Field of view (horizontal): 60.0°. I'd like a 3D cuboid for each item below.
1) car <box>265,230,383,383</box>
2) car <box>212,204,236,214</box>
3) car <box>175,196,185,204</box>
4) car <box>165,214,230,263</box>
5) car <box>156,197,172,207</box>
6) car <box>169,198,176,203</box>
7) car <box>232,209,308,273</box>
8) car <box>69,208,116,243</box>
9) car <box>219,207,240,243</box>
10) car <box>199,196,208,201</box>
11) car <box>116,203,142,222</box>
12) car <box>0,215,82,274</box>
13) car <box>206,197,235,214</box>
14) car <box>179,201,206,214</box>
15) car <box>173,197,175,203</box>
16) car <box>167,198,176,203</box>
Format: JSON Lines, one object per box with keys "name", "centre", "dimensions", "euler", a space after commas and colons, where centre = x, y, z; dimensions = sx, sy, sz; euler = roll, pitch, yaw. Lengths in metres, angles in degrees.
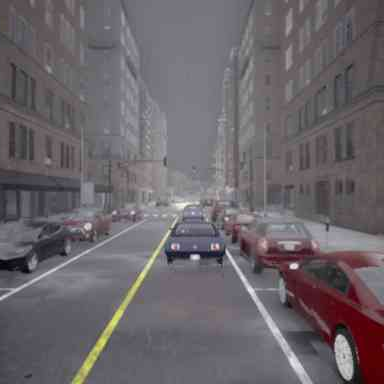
{"name": "car", "centre": [2.637, 1.586, 5.246], "dimensions": [1.887, 1.381, 4.507], "euler": [0, 0, 0]}
{"name": "car", "centre": [2.635, 1.724, 22.292], "dimensions": [2.008, 1.369, 4.403], "euler": [0, 0, 0]}
{"name": "car", "centre": [-2.762, 2.145, 81.075], "dimensions": [1.812, 1.442, 4.674], "euler": [0, 0, 0]}
{"name": "car", "centre": [0.099, 1.697, 12.274], "dimensions": [1.895, 1.301, 4.718], "euler": [0, 0, 0]}
{"name": "car", "centre": [-5.427, 1.780, 60.533], "dimensions": [2.192, 1.841, 5.009], "euler": [0, 0, 0]}
{"name": "car", "centre": [-5.419, 2.260, 93.552], "dimensions": [1.887, 1.381, 4.507], "euler": [0, 0, 0]}
{"name": "car", "centre": [2.636, 1.526, 10.929], "dimensions": [1.967, 1.590, 4.097], "euler": [0, 0, 0]}
{"name": "car", "centre": [-5.390, 1.570, 16.609], "dimensions": [1.967, 1.590, 4.097], "euler": [0, 0, 0]}
{"name": "car", "centre": [2.636, 1.674, 16.610], "dimensions": [1.887, 1.381, 4.507], "euler": [0, 0, 0]}
{"name": "car", "centre": [2.693, 1.738, 55.031], "dimensions": [2.192, 1.841, 5.009], "euler": [0, 0, 0]}
{"name": "car", "centre": [-5.391, 1.657, 27.973], "dimensions": [1.967, 1.590, 4.097], "euler": [0, 0, 0]}
{"name": "car", "centre": [-5.389, 1.652, 10.926], "dimensions": [1.947, 1.339, 4.313], "euler": [0, 0, 0]}
{"name": "car", "centre": [2.634, 1.532, 27.976], "dimensions": [2.192, 1.841, 5.009], "euler": [0, 0, 0]}
{"name": "car", "centre": [0.096, 1.771, 28.888], "dimensions": [2.033, 1.411, 5.357], "euler": [0, 0, 0]}
{"name": "car", "centre": [-5.425, 2.099, 71.538], "dimensions": [2.008, 1.369, 4.403], "euler": [0, 0, 0]}
{"name": "car", "centre": [-5.420, 2.219, 88.049], "dimensions": [1.887, 1.381, 4.507], "euler": [0, 0, 0]}
